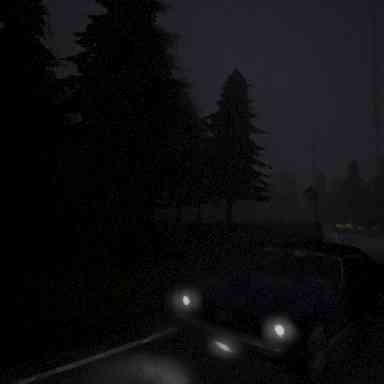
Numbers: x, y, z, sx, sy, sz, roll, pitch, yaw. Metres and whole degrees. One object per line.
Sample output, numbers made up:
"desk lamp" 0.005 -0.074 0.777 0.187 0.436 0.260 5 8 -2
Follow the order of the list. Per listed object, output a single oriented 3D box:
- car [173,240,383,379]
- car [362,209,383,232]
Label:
"car" 1.906 1.598 5.739 1.895 1.301 4.718 0 1 43
"car" 13.356 1.953 22.905 2.128 1.511 4.902 3 -3 8
